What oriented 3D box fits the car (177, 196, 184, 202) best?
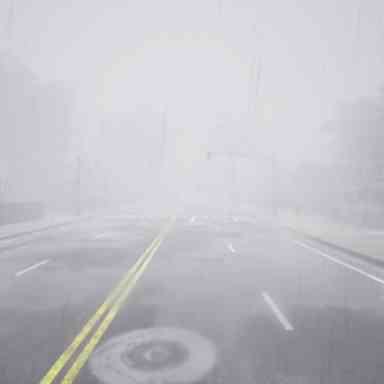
[{"bbox_3d":[-3.215,1.904,94.394,2.097,1.767,4.553,0,0,0],"label":"car"}]
